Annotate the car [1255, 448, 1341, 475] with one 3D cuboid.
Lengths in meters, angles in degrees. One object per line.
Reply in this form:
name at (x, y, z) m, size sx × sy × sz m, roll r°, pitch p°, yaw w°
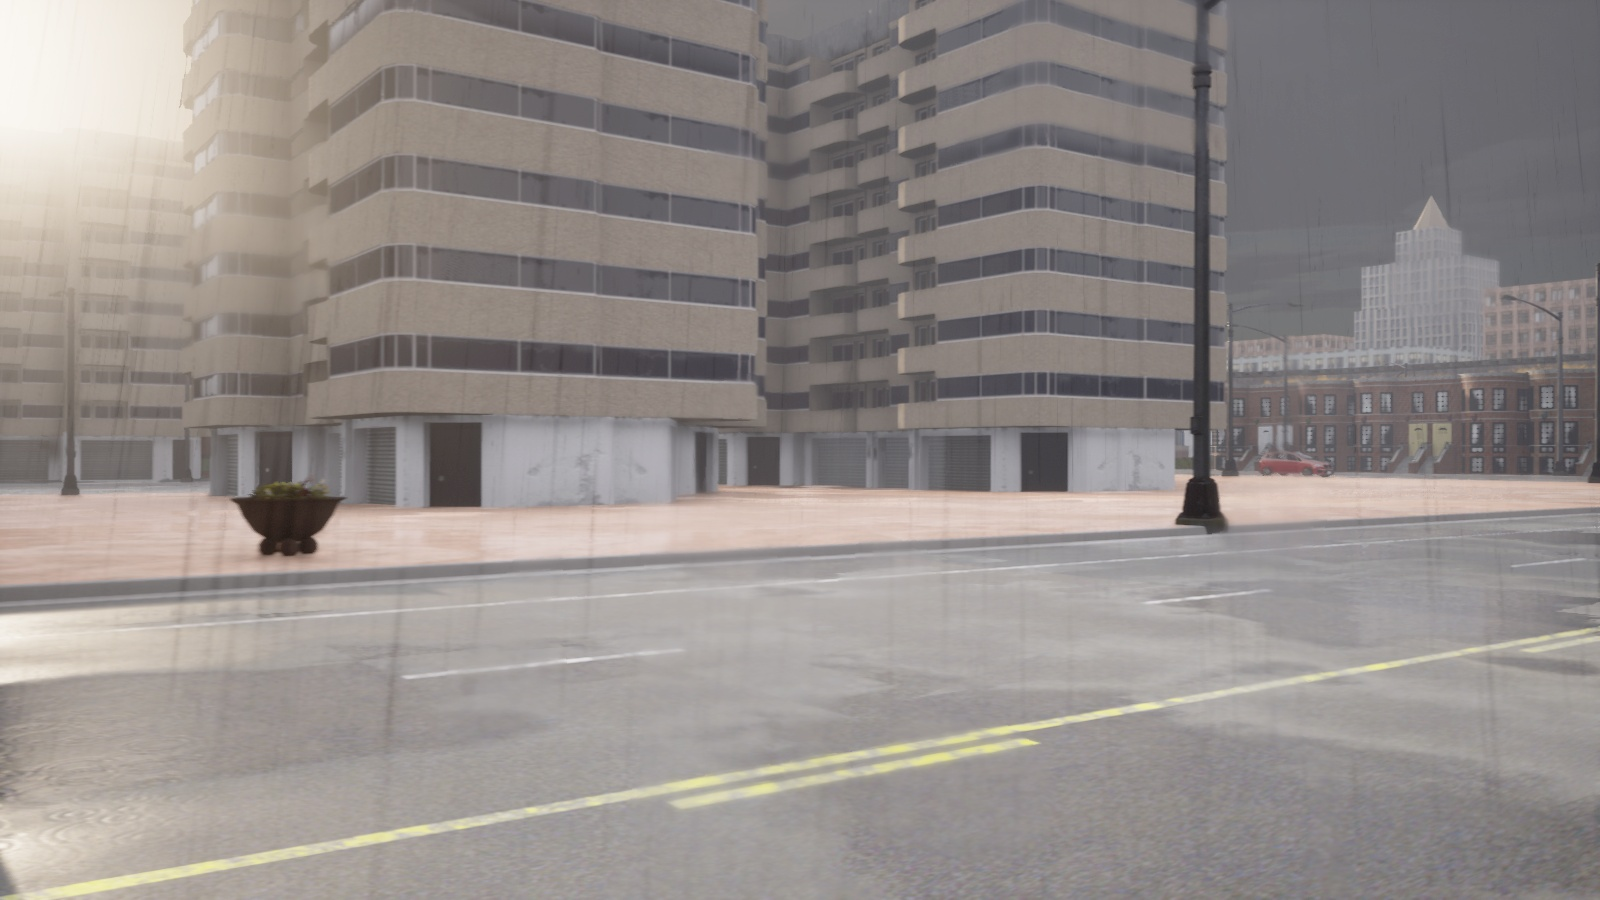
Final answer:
car at (31.900, 0.719, 80.539) m, size 2.242 × 1.667 × 4.611 m, roll 0°, pitch 0°, yaw -35°
